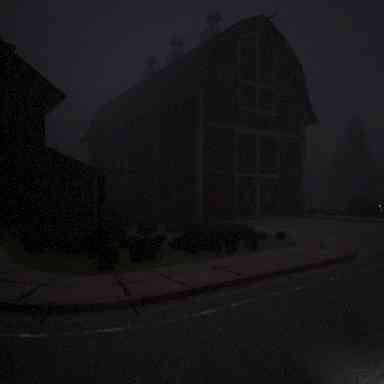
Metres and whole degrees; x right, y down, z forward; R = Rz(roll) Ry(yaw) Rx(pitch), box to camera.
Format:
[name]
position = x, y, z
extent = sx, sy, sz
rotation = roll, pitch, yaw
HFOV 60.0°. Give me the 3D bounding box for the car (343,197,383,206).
[car]
position = 18.317, 1.363, 35.154
extent = 2.097, 1.767, 4.553
rotation = 0, 0, -34
